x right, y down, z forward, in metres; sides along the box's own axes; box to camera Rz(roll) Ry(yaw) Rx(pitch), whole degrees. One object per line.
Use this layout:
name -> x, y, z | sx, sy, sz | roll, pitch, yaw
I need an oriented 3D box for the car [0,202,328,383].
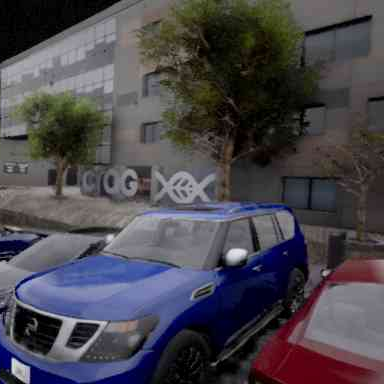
car -> 0.094, 1.227, 5.184 | 2.435, 2.045, 5.566 | 0, 0, 36
